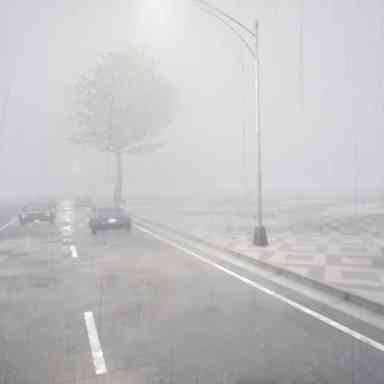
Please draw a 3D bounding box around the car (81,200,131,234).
[{"bbox_3d":[-4.483,1.282,17.393,1.994,1.385,4.181,-2,1,-22],"label":"car"}]

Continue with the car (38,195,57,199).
[{"bbox_3d":[-15.243,1.073,34.792,2.128,1.511,4.902,-2,2,-22],"label":"car"}]

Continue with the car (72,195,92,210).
[{"bbox_3d":[-11.304,1.036,34.445,2.033,1.411,5.357,-2,2,-22],"label":"car"}]

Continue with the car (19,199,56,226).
[{"bbox_3d":[-9.892,1.373,21.457,1.895,1.301,4.718,-2,1,-22],"label":"car"}]
